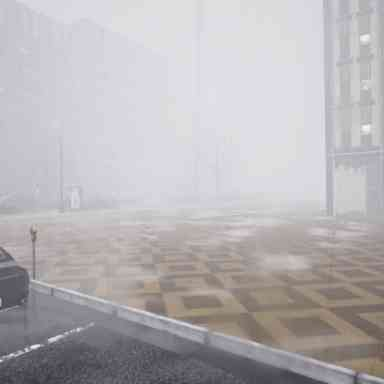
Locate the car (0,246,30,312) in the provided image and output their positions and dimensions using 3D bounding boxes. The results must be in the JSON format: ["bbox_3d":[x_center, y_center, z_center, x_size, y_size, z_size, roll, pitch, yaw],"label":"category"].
[{"bbox_3d":[-4.926,1.553,6.558,4.403,1.369,2.008,0,-1,35],"label":"car"}]

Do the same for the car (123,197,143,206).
[{"bbox_3d":[-9.383,1.362,48.278,1.895,1.301,4.718,-1,0,36],"label":"car"}]

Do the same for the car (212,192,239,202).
[{"bbox_3d":[5.989,1.094,59.644,2.008,1.369,4.403,-1,0,36],"label":"car"}]

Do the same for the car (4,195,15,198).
[{"bbox_3d":[-20.654,1.385,32.699,1.882,1.535,5.008,-1,0,37],"label":"car"}]

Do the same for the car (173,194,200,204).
[{"bbox_3d":[-0.493,1.062,50.688,1.967,1.590,4.097,-1,0,36],"label":"car"}]

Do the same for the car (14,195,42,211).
[{"bbox_3d":[-20.244,1.228,37.690,2.192,1.841,5.009,-1,0,36],"label":"car"}]

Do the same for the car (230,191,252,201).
[{"bbox_3d":[9.230,1.048,64.122,1.887,1.381,4.507,-1,0,36],"label":"car"}]

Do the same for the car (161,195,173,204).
[{"bbox_3d":[-3.213,1.175,56.718,2.128,1.511,4.902,-1,0,37],"label":"car"}]

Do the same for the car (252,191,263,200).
[{"bbox_3d":[12.471,1.047,68.599,1.802,1.307,4.206,-1,0,36],"label":"car"}]

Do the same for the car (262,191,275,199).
[{"bbox_3d":[15.709,0.741,73.077,2.192,1.841,5.009,-1,0,36],"label":"car"}]

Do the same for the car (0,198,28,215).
[{"bbox_3d":[-16.694,1.413,28.298,1.802,1.307,4.206,-1,0,36],"label":"car"}]

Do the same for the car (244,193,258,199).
[{"bbox_3d":[15.405,1.041,86.947,1.947,1.339,4.313,-1,0,36],"label":"car"}]

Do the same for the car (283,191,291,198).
[{"bbox_3d":[22.193,0.932,82.033,1.802,1.307,4.206,-1,0,36],"label":"car"}]

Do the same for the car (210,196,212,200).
[{"bbox_3d":[5.682,1.029,73.513,1.967,1.590,4.097,-1,0,36],"label":"car"}]

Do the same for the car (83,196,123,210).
[{"bbox_3d":[-10.214,1.186,37.254,1.967,1.590,4.097,-1,0,36],"label":"car"}]

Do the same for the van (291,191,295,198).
[{"bbox_3d":[25.431,0.655,86.511,1.690,1.788,3.998,-1,0,36],"label":"van"}]

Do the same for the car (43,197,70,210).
[{"bbox_3d":[-15.091,1.360,40.395,1.812,1.442,4.674,-1,0,36],"label":"car"}]

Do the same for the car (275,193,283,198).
[{"bbox_3d":[18.951,0.939,77.555,2.008,1.369,4.403,-1,0,36],"label":"car"}]
